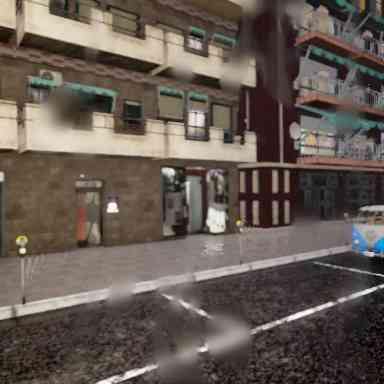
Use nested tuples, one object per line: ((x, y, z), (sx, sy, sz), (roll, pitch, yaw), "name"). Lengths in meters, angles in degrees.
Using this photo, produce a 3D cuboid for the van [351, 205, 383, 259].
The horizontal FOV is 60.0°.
((6.965, 1.316, 11.126), (3.998, 1.788, 1.690), (0, -1, -36), "van")
